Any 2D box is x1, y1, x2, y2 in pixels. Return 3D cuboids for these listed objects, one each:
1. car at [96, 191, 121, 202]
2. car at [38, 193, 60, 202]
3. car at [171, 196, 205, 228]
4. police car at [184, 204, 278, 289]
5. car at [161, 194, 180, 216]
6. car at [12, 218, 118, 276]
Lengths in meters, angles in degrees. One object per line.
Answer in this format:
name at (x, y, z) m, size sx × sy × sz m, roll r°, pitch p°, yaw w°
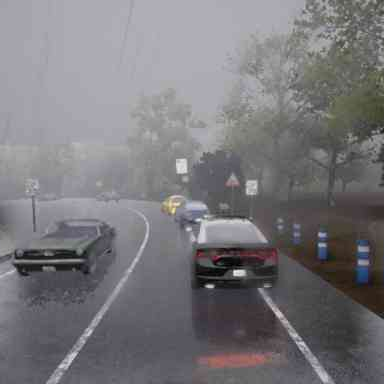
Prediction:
car at (-11.733, 0.610, 46.444) m, size 2.033 × 1.411 × 5.357 m, roll -5°, pitch 3°, yaw -35°
car at (-23.452, 0.953, 54.462) m, size 4.181 × 1.385 × 1.994 m, roll -1°, pitch 4°, yaw 42°
car at (0.038, 1.201, 19.362) m, size 1.812 × 1.442 × 4.674 m, roll -1°, pitch 2°, yaw -8°
police car at (0.866, 1.369, 9.187) m, size 1.930 × 1.638 × 5.238 m, roll 0°, pitch 1°, yaw -2°
car at (-1.216, 0.937, 25.693) m, size 1.801 × 1.575 × 5.366 m, roll -2°, pitch 2°, yaw -14°
car at (-3.623, 1.543, 10.337) m, size 1.895 × 1.301 × 4.718 m, roll 0°, pitch 1°, yaw -3°
